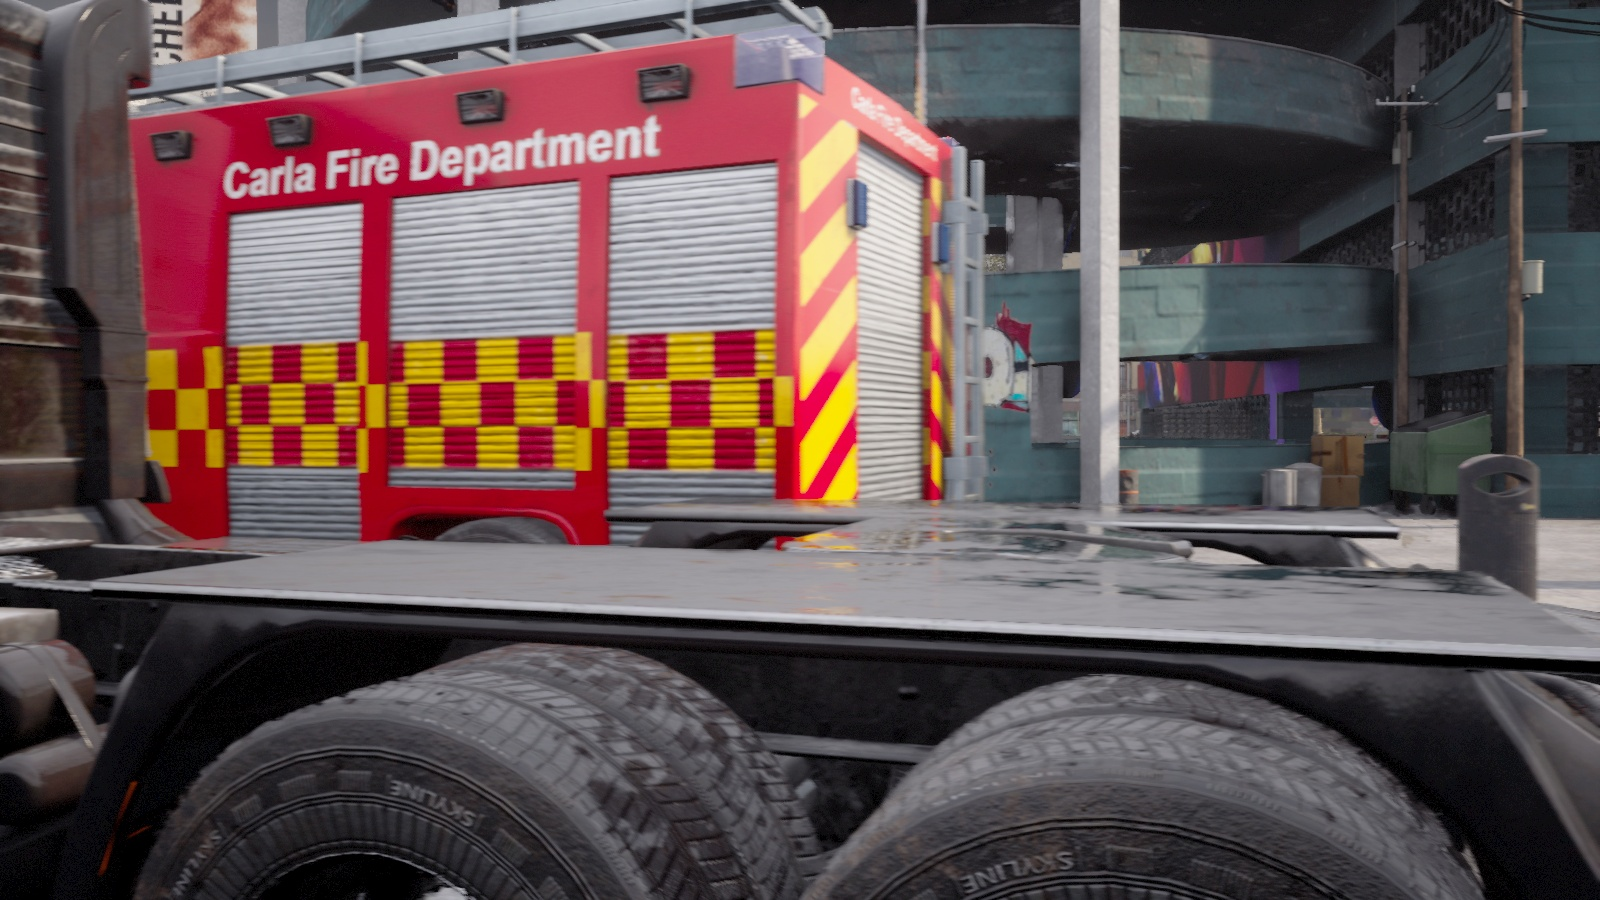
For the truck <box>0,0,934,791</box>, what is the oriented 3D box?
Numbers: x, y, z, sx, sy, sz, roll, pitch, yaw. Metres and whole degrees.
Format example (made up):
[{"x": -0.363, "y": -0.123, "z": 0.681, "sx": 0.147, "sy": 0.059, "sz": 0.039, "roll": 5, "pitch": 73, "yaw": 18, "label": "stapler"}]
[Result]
[{"x": -3.601, "y": -0.479, "z": 8.470, "sx": 8.468, "sy": 3.827, "sz": 2.891, "roll": 1, "pitch": 1, "yaw": 23, "label": "truck"}]

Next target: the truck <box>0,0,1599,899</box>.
[{"x": -1.823, "y": -0.219, "z": 3.805, "sx": 7.936, "sy": 3.462, "sz": 2.891, "roll": 1, "pitch": 1, "yaw": 19, "label": "truck"}]
